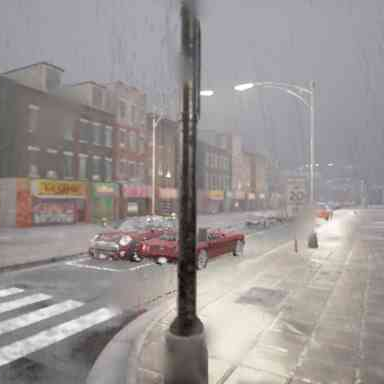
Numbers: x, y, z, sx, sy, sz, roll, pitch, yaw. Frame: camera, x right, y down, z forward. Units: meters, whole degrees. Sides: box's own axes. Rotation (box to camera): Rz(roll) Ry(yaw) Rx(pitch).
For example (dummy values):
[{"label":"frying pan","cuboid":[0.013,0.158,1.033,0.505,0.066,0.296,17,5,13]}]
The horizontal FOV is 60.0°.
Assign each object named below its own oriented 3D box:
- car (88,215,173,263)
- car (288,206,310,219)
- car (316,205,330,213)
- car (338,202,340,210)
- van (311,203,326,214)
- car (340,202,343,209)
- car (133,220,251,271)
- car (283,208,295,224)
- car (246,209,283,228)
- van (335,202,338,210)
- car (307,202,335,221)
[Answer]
[{"label":"car","cuboid":[-2.064,1.684,12.927,1.967,1.590,4.097,0,-2,29]},{"label":"car","cuboid":[13.426,2.504,41.411,1.752,1.417,4.829,0,-2,29]},{"label":"car","cuboid":[23.887,3.051,60.650,1.947,1.339,4.313,0,-2,29]},{"label":"car","cuboid":[31.672,3.413,74.967,1.887,1.381,4.507,-1,-2,29]},{"label":"van","cuboid":[21.293,2.700,55.882,1.690,1.788,3.998,0,-2,29]},{"label":"car","cuboid":[34.268,3.313,79.745,2.192,1.841,5.009,-1,-2,29]},{"label":"car","cuboid":[0.257,1.849,12.057,1.895,1.301,4.718,0,-1,31]},{"label":"car","cuboid":[8.316,2.279,32.015,1.887,1.381,4.507,0,-2,29]},{"label":"car","cuboid":[5.721,2.162,27.242,2.008,1.369,4.403,0,-2,29]},{"label":"van","cuboid":[29.078,3.082,70.200,1.690,1.788,3.998,-1,-2,29]},{"label":"car","cuboid":[14.734,2.274,38.080,2.097,1.767,4.553,0,-1,29]}]
